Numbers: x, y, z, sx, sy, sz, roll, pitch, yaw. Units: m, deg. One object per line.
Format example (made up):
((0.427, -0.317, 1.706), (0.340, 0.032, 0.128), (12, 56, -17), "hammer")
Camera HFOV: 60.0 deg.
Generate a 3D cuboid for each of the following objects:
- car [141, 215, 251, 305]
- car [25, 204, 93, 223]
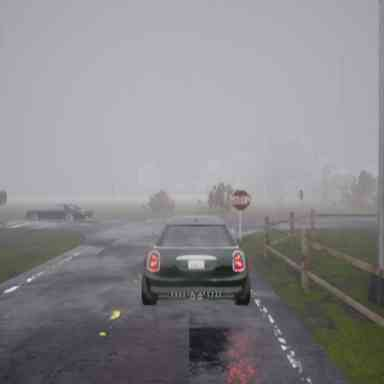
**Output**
((0.075, 1.347, 8.209), (2.097, 1.767, 4.553), (0, 0, 0), "car")
((-10.160, 1.608, 25.391), (4.718, 1.301, 1.895), (0, 0, 9), "car")
